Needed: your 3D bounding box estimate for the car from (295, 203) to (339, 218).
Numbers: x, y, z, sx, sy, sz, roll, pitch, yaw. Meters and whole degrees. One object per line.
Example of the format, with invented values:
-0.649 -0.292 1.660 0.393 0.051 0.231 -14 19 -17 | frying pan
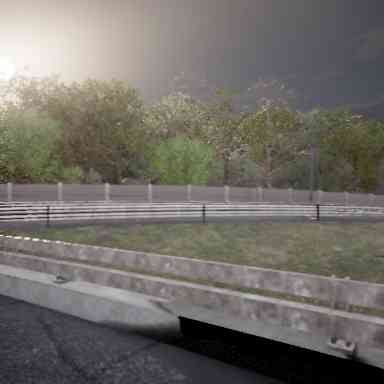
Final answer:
12.963 1.893 34.641 4.902 1.511 2.128 2 -1 -20 | car
